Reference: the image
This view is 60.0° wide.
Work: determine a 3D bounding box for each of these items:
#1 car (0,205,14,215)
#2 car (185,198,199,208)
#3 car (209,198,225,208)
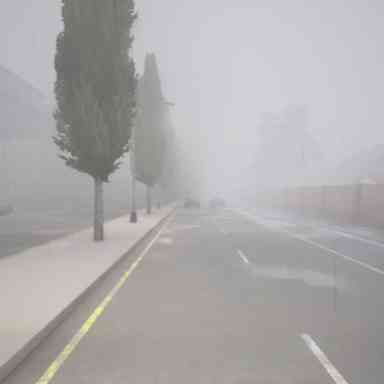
[{"bbox_3d":[-17.917,1.313,28.667,4.718,1.301,1.895,3,0,10],"label":"car"},{"bbox_3d":[0.033,1.490,46.774,1.994,1.385,4.181,0,0,1],"label":"car"},{"bbox_3d":[3.529,1.490,46.869,1.994,1.385,4.181,0,0,1],"label":"car"}]
